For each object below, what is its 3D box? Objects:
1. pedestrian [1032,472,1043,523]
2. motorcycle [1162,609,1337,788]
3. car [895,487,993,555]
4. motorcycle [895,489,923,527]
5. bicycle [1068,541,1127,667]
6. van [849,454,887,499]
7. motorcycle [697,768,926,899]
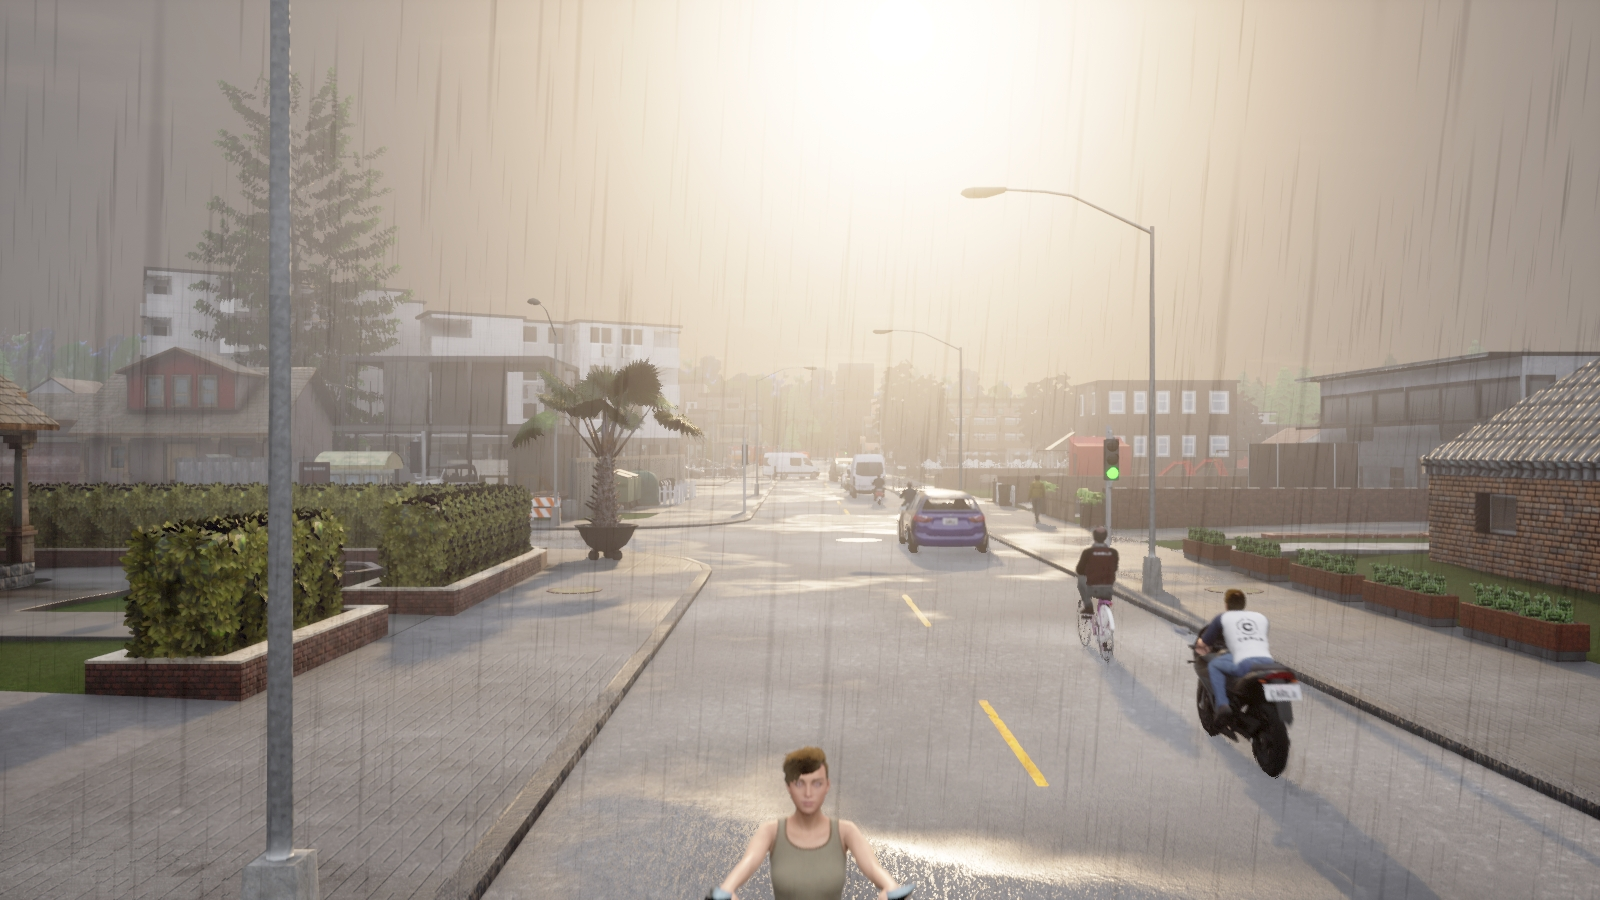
[{"bbox_3d":[8.715,1.744,41.950,0.375,1.860,0.375,0,0,14],"label":"pedestrian"},{"bbox_3d":[4.025,2.185,10.427,0.803,1.199,2.033,0,0,0],"label":"motorcycle"},{"bbox_3d":[4.033,1.968,32.732,2.242,1.667,4.611,0,0,0],"label":"car"},{"bbox_3d":[4.030,2.142,42.193,0.856,1.316,1.805,0,0,0],"label":"motorcycle"},{"bbox_3d":[4.043,2.060,15.636,0.329,1.471,1.835,0,0,0],"label":"bicycle"},{"bbox_3d":[4.032,1.535,68.677,1.988,2.561,5.915,0,0,0],"label":"van"},{"bbox_3d":[0.040,2.155,4.209,0.764,1.307,2.356,0,0,0],"label":"motorcycle"}]
